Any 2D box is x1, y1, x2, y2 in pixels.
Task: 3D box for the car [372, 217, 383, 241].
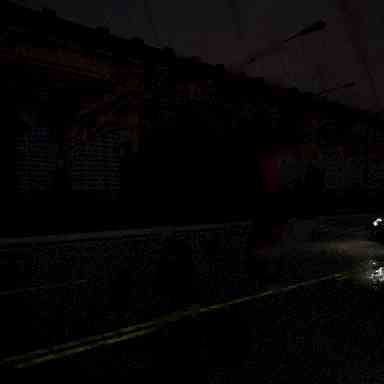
[{"bbox_3d":[10.369,1.352,15.260,4.553,1.767,2.097,0,0,-31],"label":"car"}]
